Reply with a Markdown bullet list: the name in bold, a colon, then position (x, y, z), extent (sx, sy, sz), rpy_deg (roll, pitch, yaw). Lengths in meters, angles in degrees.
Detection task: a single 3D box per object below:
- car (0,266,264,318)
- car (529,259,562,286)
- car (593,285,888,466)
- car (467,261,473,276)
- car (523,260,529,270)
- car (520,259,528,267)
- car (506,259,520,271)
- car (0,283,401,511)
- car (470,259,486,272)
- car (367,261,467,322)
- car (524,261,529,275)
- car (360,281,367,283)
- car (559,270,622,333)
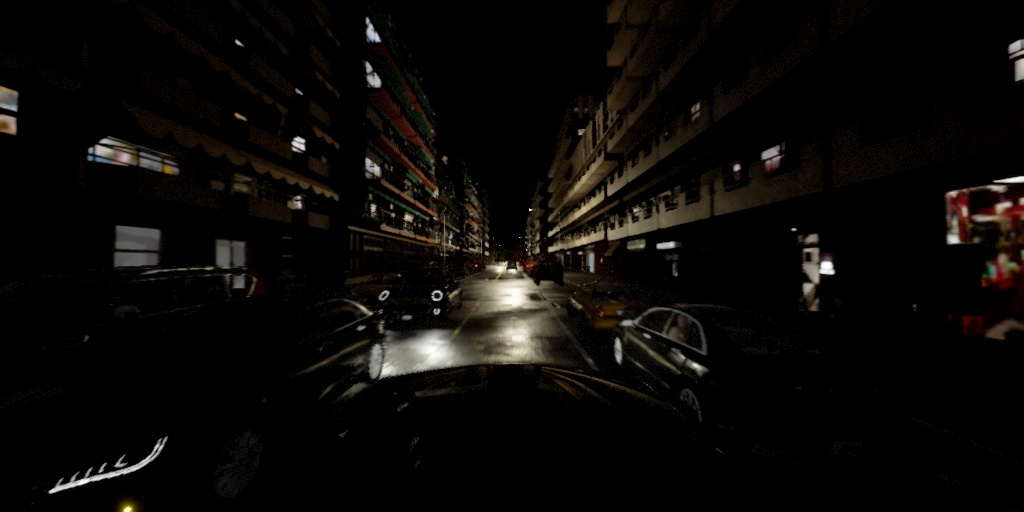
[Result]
- **car**: position (-5.689, 1.089, 5.091), extent (2.192, 1.841, 5.009), rpy_deg (0, 0, 0)
- **car**: position (2.691, 1.234, 27.328), extent (2.192, 1.841, 5.009), rpy_deg (0, 0, 0)
- **car**: position (2.692, 1.322, 5.057), extent (2.007, 1.370, 4.403), rpy_deg (0, 0, 0)
- **car**: position (-5.690, 1.564, 38.497), extent (1.948, 1.339, 4.313), rpy_deg (0, 0, 0)
- **car**: position (2.691, 1.579, 44.031), extent (1.888, 1.381, 4.507), rpy_deg (0, 0, 0)
- **car**: position (2.691, 1.386, 49.598), extent (2.192, 1.841, 5.009), rpy_deg (0, 0, 0)
- **car**: position (0.000, 1.682, 58.581), extent (2.033, 1.411, 5.357), rpy_deg (0, 0, 0)
- **car**: position (-3.088, 1.276, 4.376), extent (1.837, 1.490, 4.892), rpy_deg (0, -1, 0)
- **car**: position (-5.690, 1.428, 55.199), extent (2.192, 1.841, 5.009), rpy_deg (0, 0, 0)
- **car**: position (-3.000, 1.181, 12.488), extent (2.097, 1.767, 4.553), rpy_deg (0, 0, 0)
- **car**: position (2.691, 1.546, 38.463), extent (2.007, 1.370, 4.403), rpy_deg (0, 0, 0)
- **car**: position (-5.690, 1.373, 16.056), extent (1.751, 1.417, 4.829), rpy_deg (0, 0, 0)
- **car**: position (2.692, 1.333, 10.794), extent (1.751, 1.417, 4.829), rpy_deg (0, 0, 0)
